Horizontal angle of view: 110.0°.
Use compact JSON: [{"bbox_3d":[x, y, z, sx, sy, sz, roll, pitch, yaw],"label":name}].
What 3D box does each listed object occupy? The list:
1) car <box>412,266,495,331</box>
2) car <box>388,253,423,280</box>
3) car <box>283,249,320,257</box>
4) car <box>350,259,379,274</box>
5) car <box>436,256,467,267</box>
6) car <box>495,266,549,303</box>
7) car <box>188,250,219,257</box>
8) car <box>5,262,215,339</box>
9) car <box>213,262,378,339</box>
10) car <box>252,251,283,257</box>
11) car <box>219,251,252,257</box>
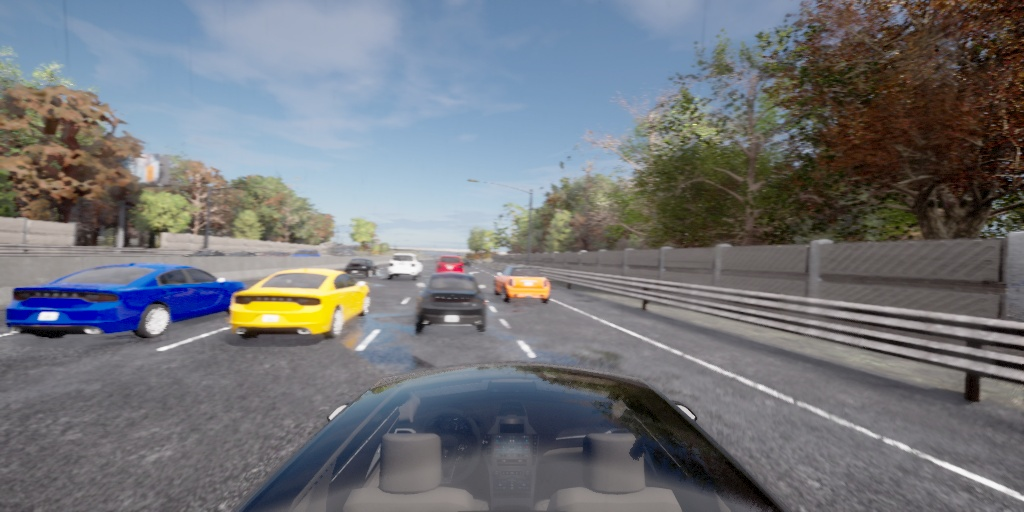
[{"bbox_3d":[-1.845,1.253,10.945,1.837,1.490,4.892,3,-1,-10],"label":"car"},{"bbox_3d":[-8.602,0.832,29.196,2.150,2.045,5.566,3,-1,-10],"label":"car"},{"bbox_3d":[-25.688,0.210,44.542,2.150,2.045,5.566,3,-1,-10],"label":"car"},{"bbox_3d":[-12.186,0.956,29.299,1.837,1.490,4.892,3,-1,-10],"label":"car"},{"bbox_3d":[-5.173,0.991,29.861,2.150,2.045,5.566,3,-1,-10],"label":"car"},{"bbox_3d":[0.367,1.261,17.991,2.097,1.767,4.553,3,-1,-10],"label":"car"},{"bbox_3d":[-35.984,0.014,42.559,1.837,1.490,4.892,3,0,-10],"label":"car"},{"bbox_3d":[-8.551,0.906,8.732,1.882,1.535,5.008,3,-1,-10],"label":"car"},{"bbox_3d":[-5.123,1.066,9.424,1.882,1.535,5.008,3,-1,-10],"label":"car"},{"bbox_3d":[-29.103,0.182,43.797,2.097,1.767,4.553,3,-1,-10],"label":"car"},{"bbox_3d":[-32.590,0.175,43.375,1.837,1.490,4.892,3,-1,-10],"label":"car"}]
